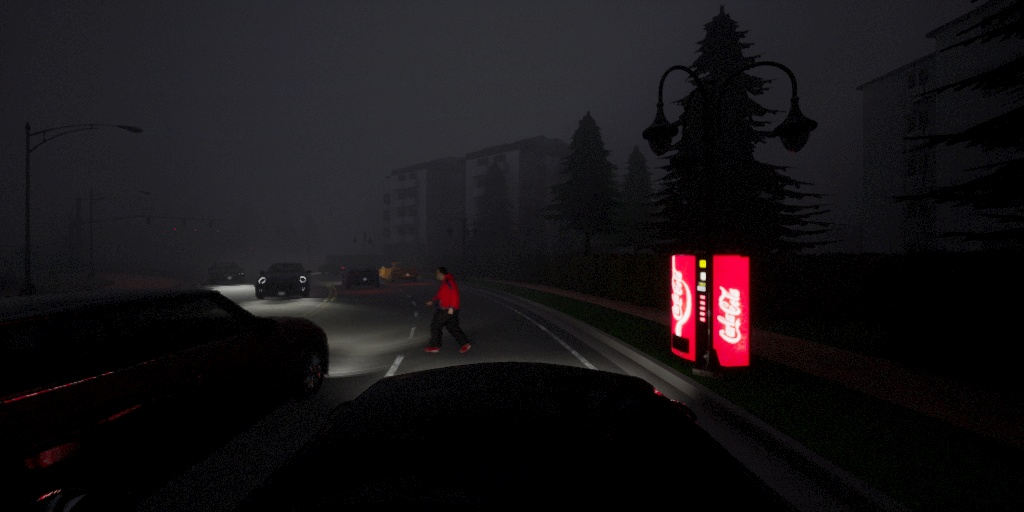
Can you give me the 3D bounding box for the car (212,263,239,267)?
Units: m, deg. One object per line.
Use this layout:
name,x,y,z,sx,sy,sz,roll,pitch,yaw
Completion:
car,-20.909,1.237,26.202,2.128,1.511,4.902,0,0,-44

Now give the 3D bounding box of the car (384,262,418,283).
car,-9.058,1.223,28.379,1.882,1.535,5.008,0,0,-34

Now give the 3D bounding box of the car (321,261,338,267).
car,-18.951,1.291,38.913,5.357,1.411,2.033,0,0,38

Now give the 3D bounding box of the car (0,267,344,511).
car,-3.744,1.101,3.579,2.097,1.767,4.553,0,0,-3

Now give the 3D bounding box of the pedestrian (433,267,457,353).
pedestrian,-1.349,1.043,7.232,0.375,1.860,0.375,0,0,-9

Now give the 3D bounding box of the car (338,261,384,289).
car,-9.932,1.224,23.331,1.882,1.535,5.008,0,0,-30

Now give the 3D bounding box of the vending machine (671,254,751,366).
vending machine,3.565,0.944,6.518,1.100,2.100,0.880,0,0,-7

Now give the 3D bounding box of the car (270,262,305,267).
car,-11.351,1.099,18.107,2.097,1.767,4.553,0,0,-27
